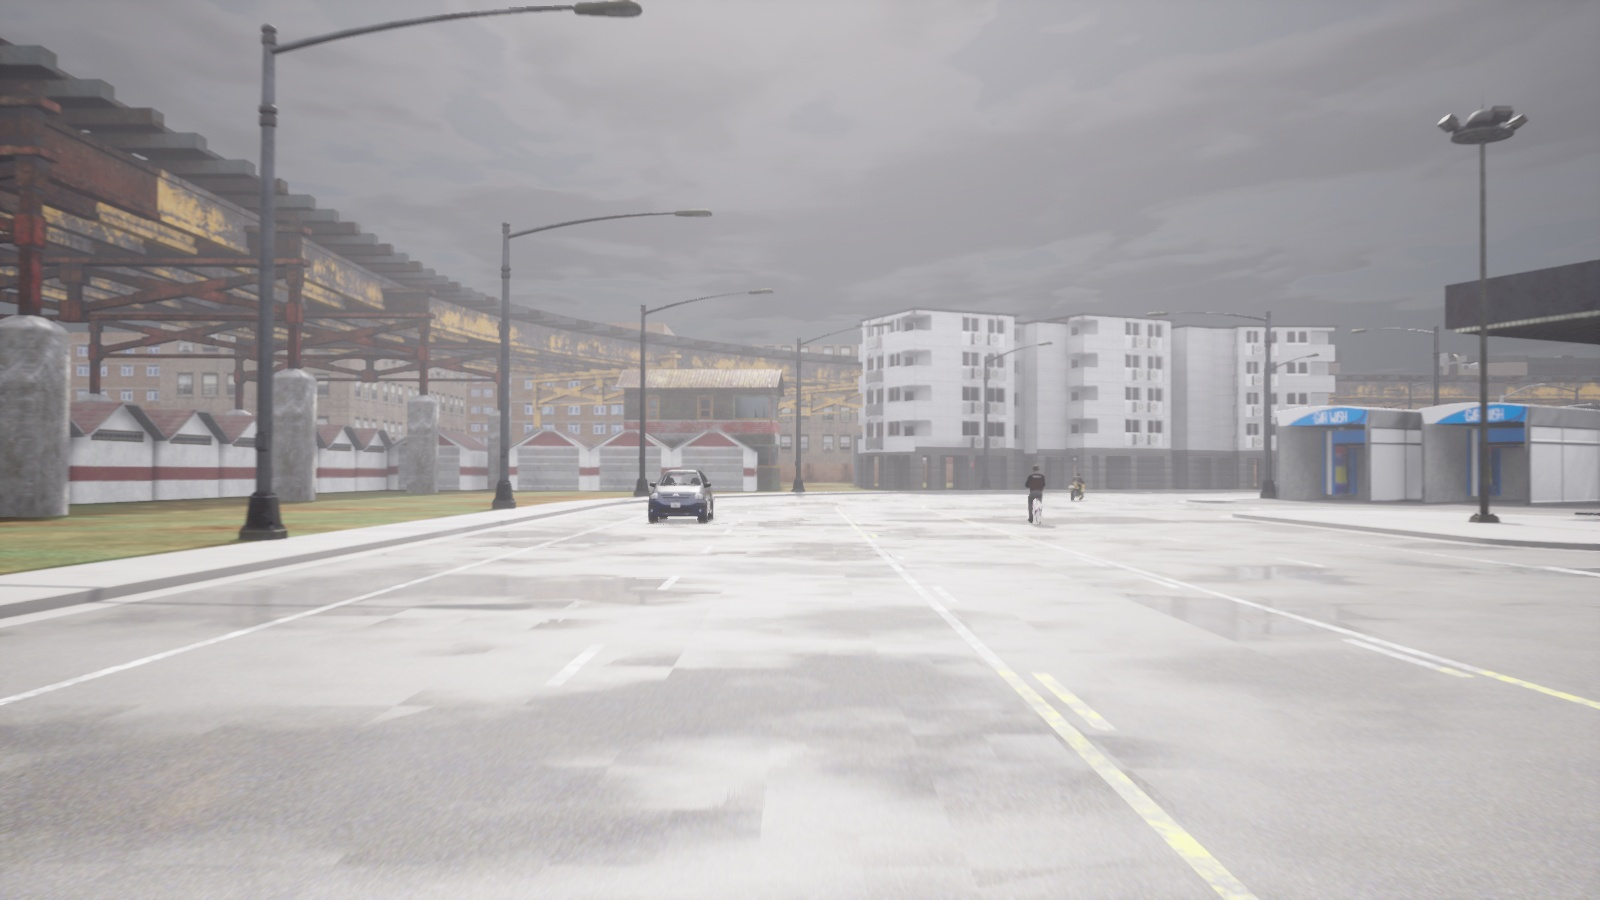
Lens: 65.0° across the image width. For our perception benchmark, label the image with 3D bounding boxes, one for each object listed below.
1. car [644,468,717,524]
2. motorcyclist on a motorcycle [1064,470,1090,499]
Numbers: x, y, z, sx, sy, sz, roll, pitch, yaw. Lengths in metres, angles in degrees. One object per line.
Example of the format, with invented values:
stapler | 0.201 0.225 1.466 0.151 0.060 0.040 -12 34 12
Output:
car | -3.584 1.366 38.296 1.851 1.617 3.988 0 -1 0
motorcyclist on a motorcycle | 15.021 1.873 68.093 0.797 1.523 2.044 0 -1 31
